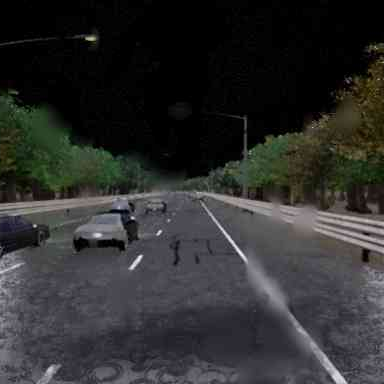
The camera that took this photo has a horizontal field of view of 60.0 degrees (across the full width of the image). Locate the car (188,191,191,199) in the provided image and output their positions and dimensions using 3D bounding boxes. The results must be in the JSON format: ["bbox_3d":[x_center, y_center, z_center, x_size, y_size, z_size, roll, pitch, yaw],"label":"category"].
[{"bbox_3d":[0.005,0.987,83.364,1.812,1.442,4.674,0,0,0],"label":"car"}]

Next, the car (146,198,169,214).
[{"bbox_3d":[-3.398,1.357,32.791,2.128,1.511,4.902,0,0,0],"label":"car"}]

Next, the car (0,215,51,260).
[{"bbox_3d":[-6.898,1.504,11.612,2.033,1.411,5.357,0,0,0],"label":"car"}]

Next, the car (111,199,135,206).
[{"bbox_3d":[-6.899,1.426,33.488,1.994,1.385,4.181,0,0,0],"label":"car"}]

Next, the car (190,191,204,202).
[{"bbox_3d":[1.228,1.054,64.827,2.097,1.767,4.553,0,0,0],"label":"car"}]

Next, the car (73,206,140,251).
[{"bbox_3d":[-3.400,1.511,13.938,1.994,1.385,4.181,0,0,0],"label":"car"}]
